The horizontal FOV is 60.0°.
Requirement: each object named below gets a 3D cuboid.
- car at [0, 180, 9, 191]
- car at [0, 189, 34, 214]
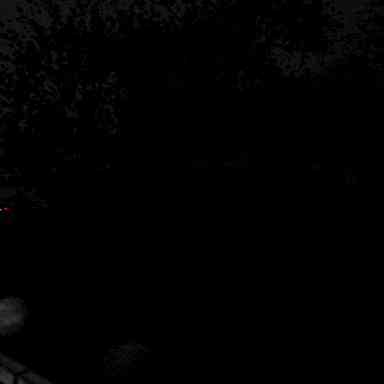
[{"bbox_3d":[-30.202,-0.952,52.678,2.435,2.045,5.566,0,3,-1],"label":"car"},{"bbox_3d":[-14.093,0.889,26.375,1.837,1.490,4.892,0,4,-7],"label":"car"}]
